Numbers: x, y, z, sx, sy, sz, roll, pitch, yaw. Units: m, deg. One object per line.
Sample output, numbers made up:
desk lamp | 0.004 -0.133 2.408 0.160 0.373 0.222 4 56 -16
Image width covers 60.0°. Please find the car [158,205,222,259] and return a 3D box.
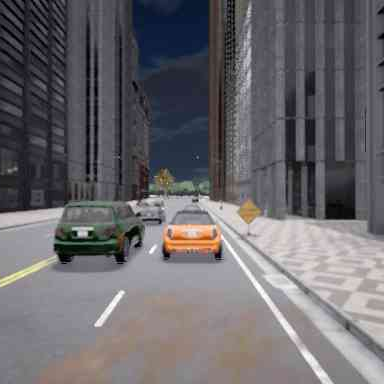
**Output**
car | 0.022 1.487 13.431 2.097 1.767 4.553 0 -1 0

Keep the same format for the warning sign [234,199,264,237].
warning sign | 2.852 1.285 16.733 1.300 1.860 1.060 0 -1 0

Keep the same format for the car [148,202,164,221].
car | -3.235 1.829 27.552 2.033 1.411 5.357 0 -1 0

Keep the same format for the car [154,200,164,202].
car | -6.513 2.236 65.344 1.994 1.385 4.181 0 -1 0

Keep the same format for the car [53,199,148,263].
car | -3.237 1.352 12.585 2.150 2.045 5.566 0 0 0

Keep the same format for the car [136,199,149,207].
car | -9.757 2.200 65.317 1.812 1.442 4.674 0 -1 0
